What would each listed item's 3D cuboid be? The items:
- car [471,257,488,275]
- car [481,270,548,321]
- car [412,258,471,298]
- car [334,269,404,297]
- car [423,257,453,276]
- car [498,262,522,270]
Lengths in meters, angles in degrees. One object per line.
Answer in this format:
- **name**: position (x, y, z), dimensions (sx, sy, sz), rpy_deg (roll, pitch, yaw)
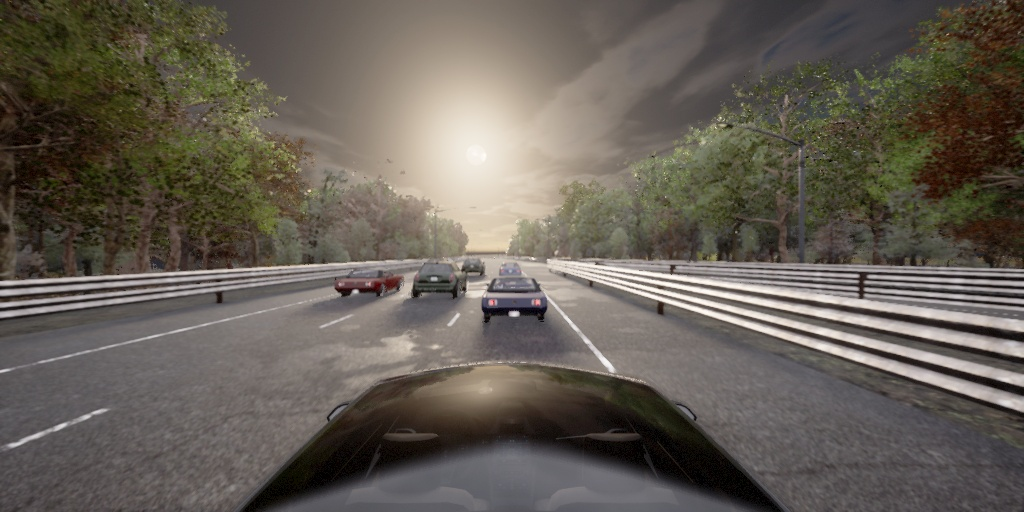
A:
- **car**: position (-3.803, 0.979, 35.832), dimensions (2.097, 1.767, 4.553), rpy_deg (0, 0, -1)
- **car**: position (0.055, 1.308, 12.162), dimensions (1.895, 1.301, 4.718), rpy_deg (0, 0, 0)
- **car**: position (-3.504, 1.038, 18.155), dimensions (2.097, 1.767, 4.553), rpy_deg (0, 0, -1)
- **car**: position (-7.001, 1.288, 18.204), dimensions (1.895, 1.301, 4.718), rpy_deg (0, 0, -1)
- **car**: position (-7.304, 0.981, 35.870), dimensions (2.097, 1.767, 4.553), rpy_deg (0, 0, -1)
- **car**: position (-0.166, 1.193, 29.486), dimensions (2.033, 1.411, 5.357), rpy_deg (0, 0, -1)
